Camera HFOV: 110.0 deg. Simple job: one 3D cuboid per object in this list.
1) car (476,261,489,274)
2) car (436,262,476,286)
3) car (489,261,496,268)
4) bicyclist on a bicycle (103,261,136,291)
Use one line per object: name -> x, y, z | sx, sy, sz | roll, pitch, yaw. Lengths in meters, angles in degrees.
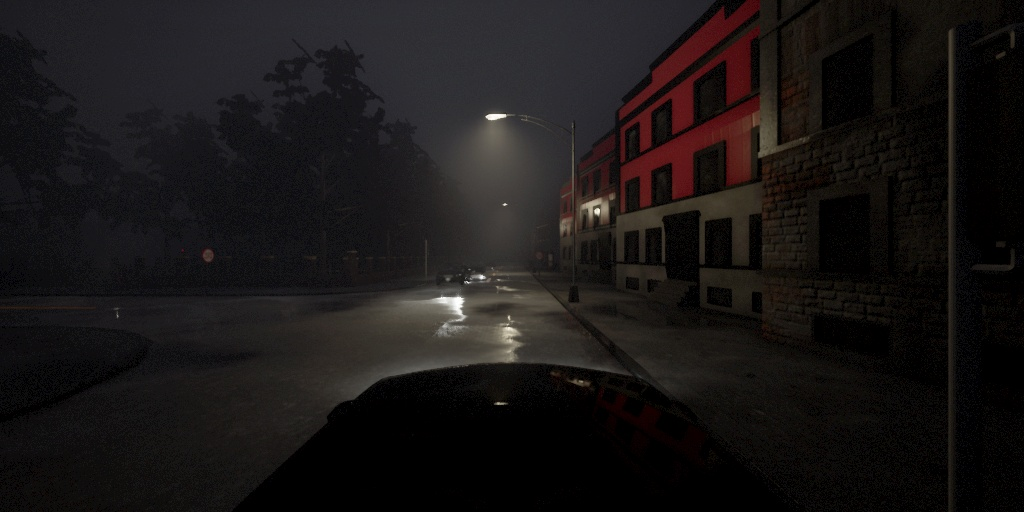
car -> -4.008, 1.345, 40.203 | 1.895, 1.301, 4.718 | 0, 0, 0
car -> -4.072, 1.238, 25.435 | 2.128, 1.511, 4.902 | 0, 0, 1
car -> -3.875, 1.306, 61.936 | 1.994, 1.385, 4.181 | 0, 0, 0
bicyclist on a bicycle -> -21.808, 1.097, 19.947 | 0.582, 1.620, 1.656 | 0, 0, 0
